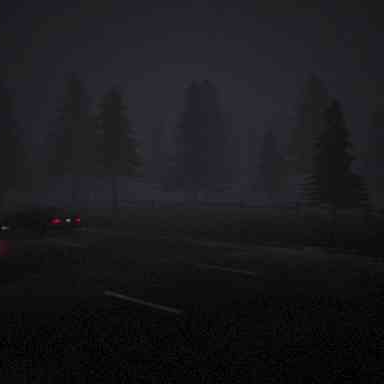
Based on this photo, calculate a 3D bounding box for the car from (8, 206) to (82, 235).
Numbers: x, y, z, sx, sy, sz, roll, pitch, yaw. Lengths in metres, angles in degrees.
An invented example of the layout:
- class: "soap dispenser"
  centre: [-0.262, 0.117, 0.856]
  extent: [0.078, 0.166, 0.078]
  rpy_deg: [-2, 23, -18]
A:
- class: "car"
  centre: [-8.333, 1.484, 18.419]
  extent: [5.357, 1.411, 2.033]
  rpy_deg: [0, 0, 36]

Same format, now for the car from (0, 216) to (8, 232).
- class: "car"
  centre: [-11.204, 1.533, 16.173]
  extent: [4.718, 1.301, 1.895]
  rpy_deg: [0, 0, 36]
